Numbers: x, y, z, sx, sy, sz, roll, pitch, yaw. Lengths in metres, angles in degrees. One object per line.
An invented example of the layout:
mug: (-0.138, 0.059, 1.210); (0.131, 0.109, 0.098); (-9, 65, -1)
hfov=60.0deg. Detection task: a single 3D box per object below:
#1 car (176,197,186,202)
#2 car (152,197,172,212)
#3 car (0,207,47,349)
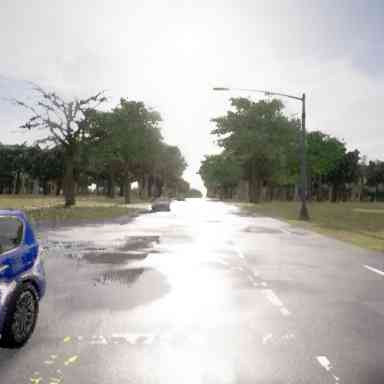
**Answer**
car: (-2.780, 1.780, 83.503); (1.895, 1.301, 4.718); (0, 0, 6)
car: (-3.543, 1.393, 39.412); (2.097, 1.767, 4.553); (0, 0, 0)
car: (-3.501, 1.240, 3.335); (2.150, 2.045, 5.566); (0, 0, 0)
